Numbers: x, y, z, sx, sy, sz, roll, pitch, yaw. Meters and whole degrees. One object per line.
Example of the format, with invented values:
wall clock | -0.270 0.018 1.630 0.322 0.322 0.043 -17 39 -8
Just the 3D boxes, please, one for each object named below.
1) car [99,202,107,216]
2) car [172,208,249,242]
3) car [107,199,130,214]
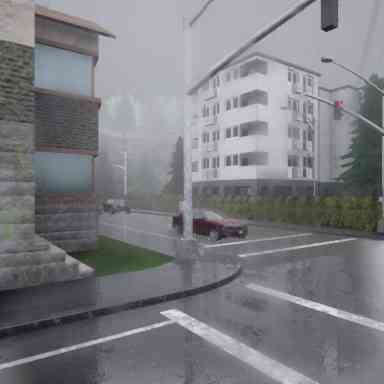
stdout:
car | -10.698 1.682 34.045 1.837 1.490 4.892 0 0 -35
car | 0.846 1.654 17.977 1.882 1.535 5.008 0 0 -37
car | -8.748 1.528 37.622 2.097 1.767 4.553 0 0 -35
